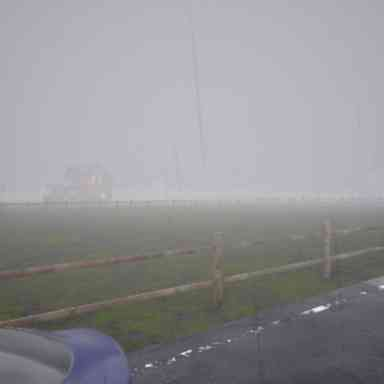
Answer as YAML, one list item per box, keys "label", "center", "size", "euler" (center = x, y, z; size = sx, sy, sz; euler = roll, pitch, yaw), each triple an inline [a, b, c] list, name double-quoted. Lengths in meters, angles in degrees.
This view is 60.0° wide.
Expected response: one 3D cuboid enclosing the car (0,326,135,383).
- label: "car"
  center: [-2.412, 1.523, 1.368]
  size: [4.674, 1.442, 1.812]
  euler: [0, 0, -35]
